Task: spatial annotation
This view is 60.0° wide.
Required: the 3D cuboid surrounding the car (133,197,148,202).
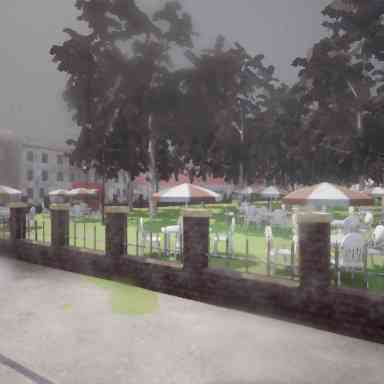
[{"bbox_3d":[-8.308,1.560,60.605,2.033,1.411,5.357,0,0,35],"label":"car"}]
